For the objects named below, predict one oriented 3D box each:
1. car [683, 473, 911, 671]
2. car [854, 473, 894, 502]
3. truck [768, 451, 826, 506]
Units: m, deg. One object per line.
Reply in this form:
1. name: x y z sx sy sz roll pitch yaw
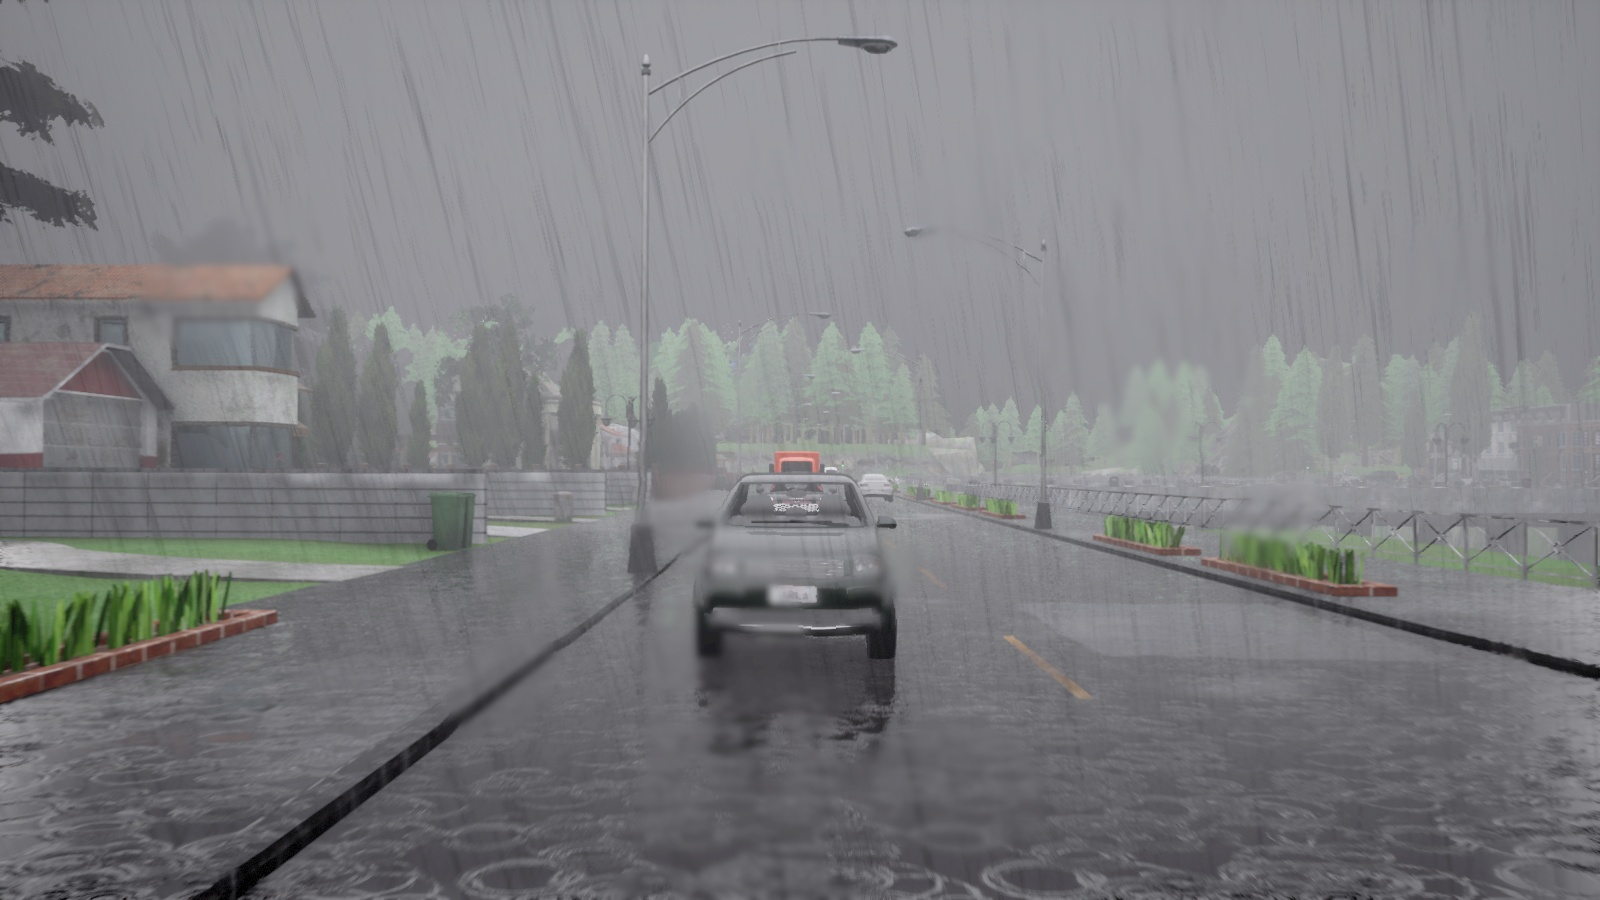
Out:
1. car: -0.028 0.990 11.748 1.789 1.549 3.705 0 -1 0
2. car: 3.845 1.930 66.030 1.812 1.442 4.674 0 -1 0
3. truck: -0.140 1.313 58.800 2.627 2.467 5.204 0 -1 0
